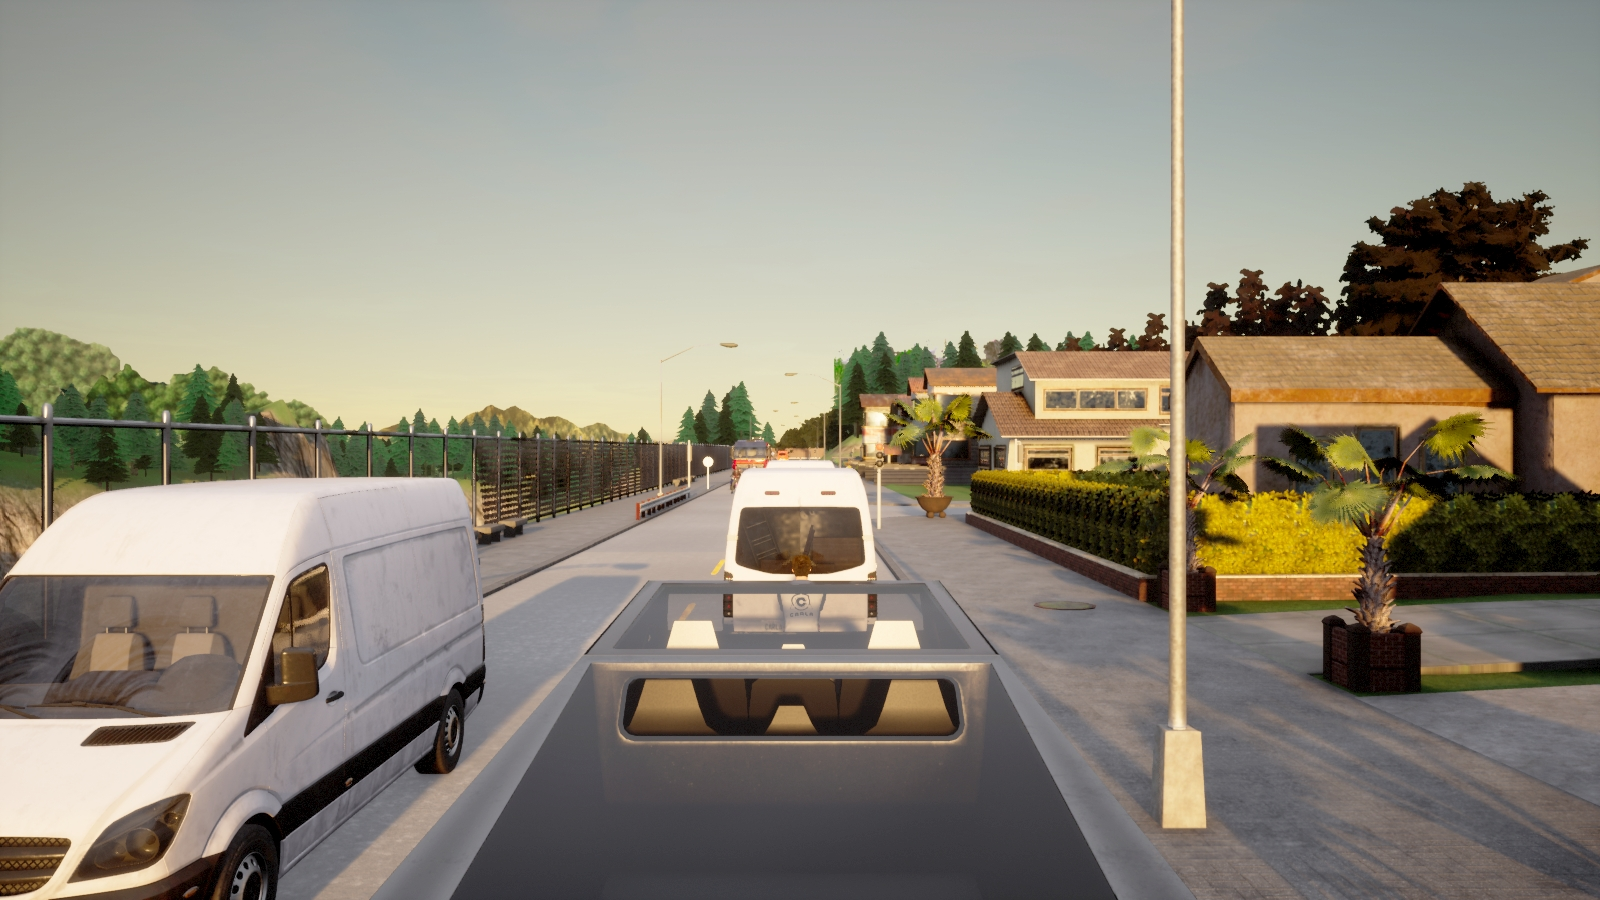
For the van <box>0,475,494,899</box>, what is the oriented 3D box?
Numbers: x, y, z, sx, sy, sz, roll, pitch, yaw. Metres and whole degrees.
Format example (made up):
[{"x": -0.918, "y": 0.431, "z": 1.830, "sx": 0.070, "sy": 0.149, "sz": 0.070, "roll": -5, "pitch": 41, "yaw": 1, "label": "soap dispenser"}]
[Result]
[{"x": -3.993, "y": 1.531, "z": 8.228, "sx": 1.988, "sy": 2.561, "sz": 5.915, "roll": 0, "pitch": 0, "yaw": 0, "label": "van"}]

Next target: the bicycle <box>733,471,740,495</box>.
[{"x": -3.968, "y": 2.032, "z": 71.211, "sx": 0.329, "sy": 1.471, "sz": 1.835, "roll": 0, "pitch": 0, "yaw": 0, "label": "bicycle"}]

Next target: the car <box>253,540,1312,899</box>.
[{"x": -0.034, "y": 1.751, "z": 5.716, "sx": 2.390, "sy": 2.098, "sz": 6.274, "roll": 0, "pitch": 0, "yaw": 0, "label": "car"}]

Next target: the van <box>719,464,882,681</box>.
[{"x": 0.009, "y": 1.528, "z": 16.844, "sx": 1.988, "sy": 2.561, "sz": 5.915, "roll": 0, "pitch": 0, "yaw": 0, "label": "van"}]
